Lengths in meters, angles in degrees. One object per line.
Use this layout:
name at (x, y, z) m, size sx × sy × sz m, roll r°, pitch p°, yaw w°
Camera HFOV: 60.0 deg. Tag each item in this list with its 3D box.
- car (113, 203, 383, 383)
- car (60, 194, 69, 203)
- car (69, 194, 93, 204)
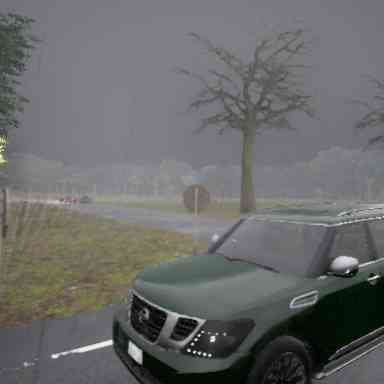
car at (1.696, 1.245, 4.950) m, size 5.566 × 2.045 × 2.150 m, roll -1°, pitch 1°, yaw -35°
car at (-21.301, 1.078, 57.539) m, size 1.882 × 1.535 × 5.008 m, roll 3°, pitch -2°, yaw -35°
car at (-16.642, 1.089, 50.908) m, size 2.128 × 1.511 × 4.902 m, roll 3°, pitch -2°, yaw -34°
